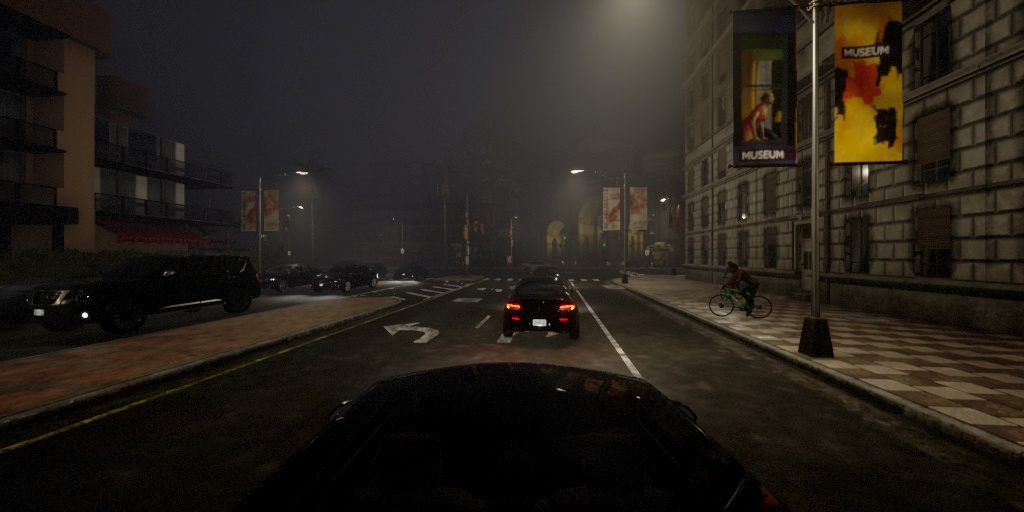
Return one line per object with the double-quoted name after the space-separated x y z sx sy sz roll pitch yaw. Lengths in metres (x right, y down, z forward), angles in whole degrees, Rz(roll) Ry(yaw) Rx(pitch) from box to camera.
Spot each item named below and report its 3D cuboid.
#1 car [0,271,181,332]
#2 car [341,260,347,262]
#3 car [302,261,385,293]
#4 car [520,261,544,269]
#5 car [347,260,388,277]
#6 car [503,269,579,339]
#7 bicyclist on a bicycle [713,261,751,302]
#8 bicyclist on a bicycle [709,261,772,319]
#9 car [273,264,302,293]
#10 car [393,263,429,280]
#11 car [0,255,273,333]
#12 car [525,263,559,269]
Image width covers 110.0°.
-14.237 1.298 11.461 2.033 1.411 5.357 0 0 7 "car"
-18.442 1.227 41.372 5.008 1.535 1.882 0 0 28 "car"
-9.632 1.255 21.012 1.837 1.490 4.892 0 0 7 "car"
3.308 1.275 44.008 4.674 1.442 1.812 0 0 7 "car"
-12.405 1.297 31.491 2.033 1.411 5.357 0 0 -4 "car"
0.859 1.276 10.039 1.812 1.442 4.674 0 0 7 "car"
9.246 1.050 15.035 1.656 1.620 0.582 0 0 -28 "bicyclist on a bicycle"
6.835 1.051 10.769 1.656 1.620 0.582 0 0 22 "bicyclist on a bicycle"
-13.159 1.241 21.095 2.128 1.511 4.902 0 0 6 "car"
-8.656 1.314 31.025 1.994 1.385 4.181 0 0 3 "car"
-10.733 0.971 11.156 2.150 2.045 5.566 0 0 8 "car"
1.912 1.275 19.093 1.812 1.442 4.674 0 0 6 "car"
